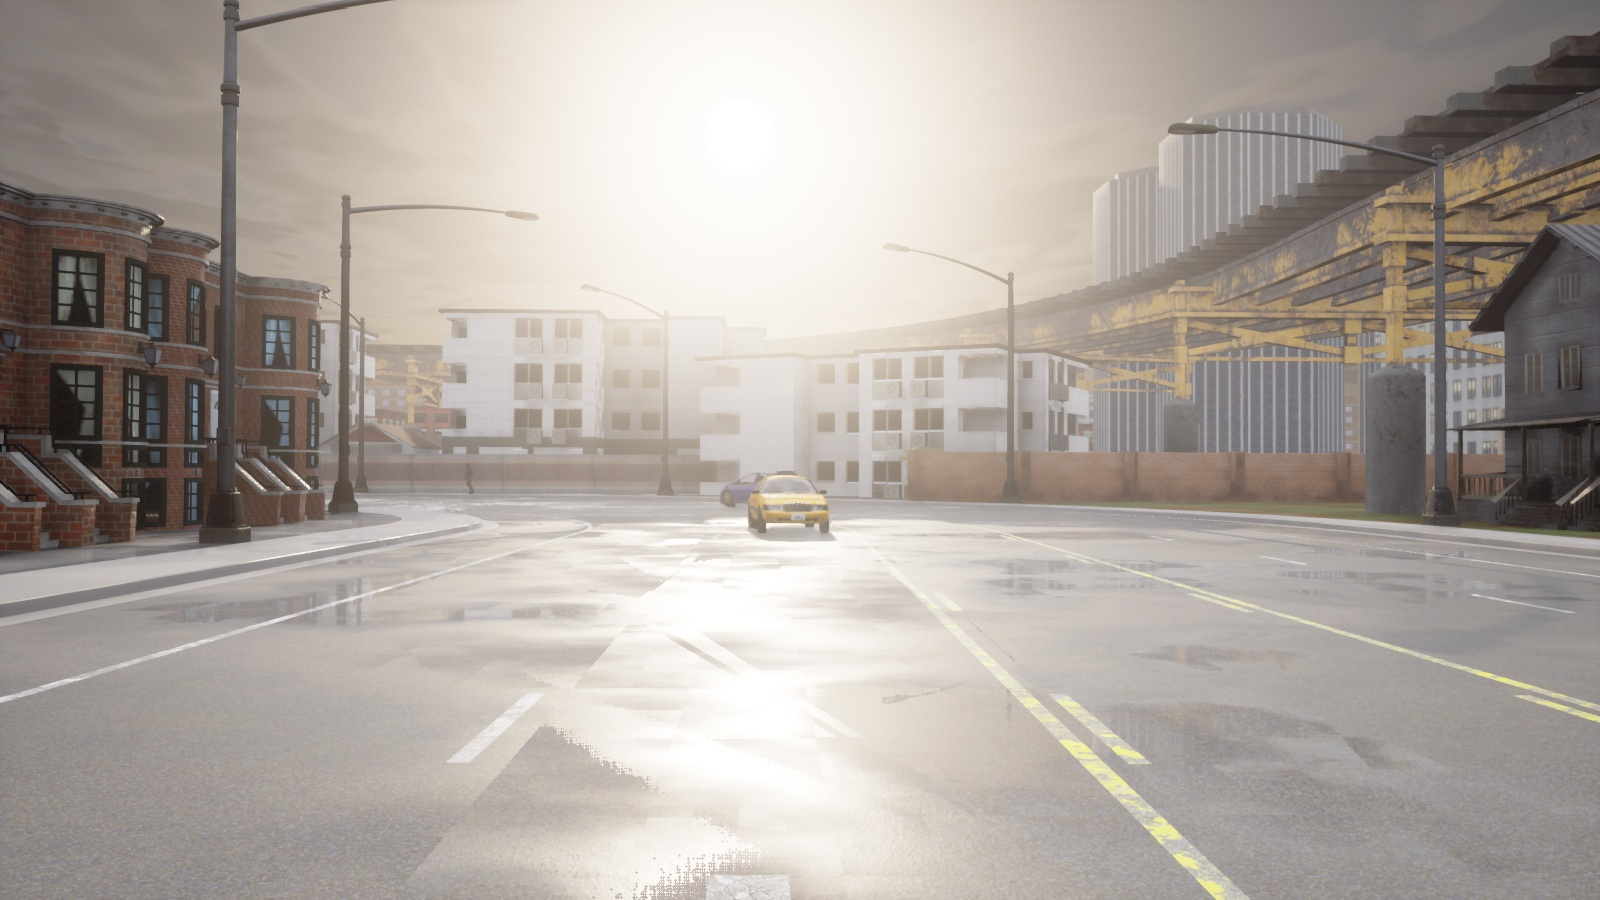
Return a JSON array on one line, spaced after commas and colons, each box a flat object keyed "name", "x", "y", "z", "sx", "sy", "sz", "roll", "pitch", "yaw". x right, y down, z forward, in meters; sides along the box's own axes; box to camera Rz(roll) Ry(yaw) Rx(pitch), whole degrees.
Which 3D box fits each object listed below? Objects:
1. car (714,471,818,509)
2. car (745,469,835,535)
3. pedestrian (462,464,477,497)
[{"name": "car", "x": -1.482, "y": 1.650, "z": 52.721, "sx": 2.007, "sy": 1.525, "sz": 4.514, "roll": 1, "pitch": -1, "yaw": -39}, {"name": "car", "x": -0.347, "y": 1.308, "z": 33.025, "sx": 1.801, "sy": 1.575, "sz": 5.366, "roll": 0, "pitch": -1, "yaw": -6}, {"name": "pedestrian", "x": -18.814, "y": 1.741, "z": 71.424, "sx": 0.726, "sy": 1.835, "sz": 0.370, "roll": 0, "pitch": -1, "yaw": 7}]
